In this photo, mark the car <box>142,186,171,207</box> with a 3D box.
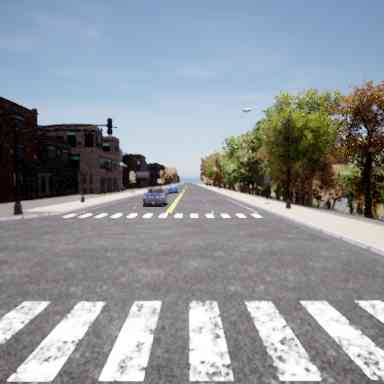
[{"bbox_3d":[-3.391,0.349,31.374,2.097,1.767,4.553,0,1,0],"label":"car"}]

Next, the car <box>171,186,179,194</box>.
[{"bbox_3d":[-3.605,-0.463,64.620,1.882,1.535,5.008,0,3,0],"label":"car"}]
